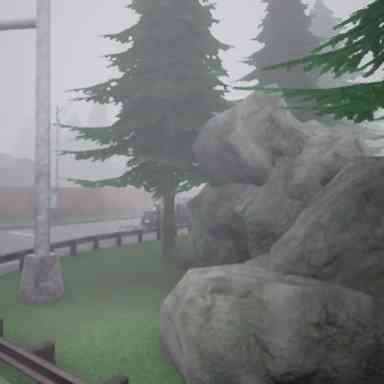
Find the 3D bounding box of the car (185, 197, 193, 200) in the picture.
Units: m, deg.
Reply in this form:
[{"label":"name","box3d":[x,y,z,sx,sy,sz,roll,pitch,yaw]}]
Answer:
[{"label":"car","box3d":[-1.070,1.178,25.543,2.097,1.767,4.553,1,0,36]}]

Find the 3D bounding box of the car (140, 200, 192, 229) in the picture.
[{"label":"car","box3d":[-1.010,1.387,19.561,1.812,1.442,4.674,1,0,36]}]
